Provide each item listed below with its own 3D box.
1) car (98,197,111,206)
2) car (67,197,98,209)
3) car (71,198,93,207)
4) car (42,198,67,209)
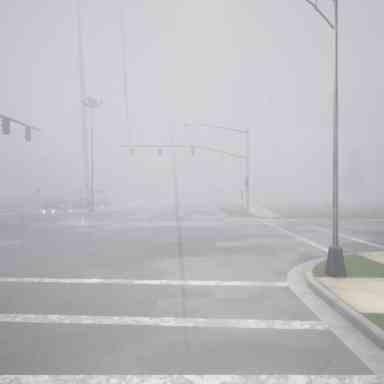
[{"bbox_3d":[-14.342,1.564,53.231,1.994,1.385,4.181,0,0,2],"label":"car"},{"bbox_3d":[-14.506,1.505,44.325,1.837,1.490,4.892,0,0,1],"label":"car"},{"bbox_3d":[-17.842,1.601,53.980,1.895,1.301,4.718,0,0,1],"label":"car"},{"bbox_3d":[-18.007,1.547,44.397,2.033,1.411,5.357,0,0,1],"label":"car"}]
